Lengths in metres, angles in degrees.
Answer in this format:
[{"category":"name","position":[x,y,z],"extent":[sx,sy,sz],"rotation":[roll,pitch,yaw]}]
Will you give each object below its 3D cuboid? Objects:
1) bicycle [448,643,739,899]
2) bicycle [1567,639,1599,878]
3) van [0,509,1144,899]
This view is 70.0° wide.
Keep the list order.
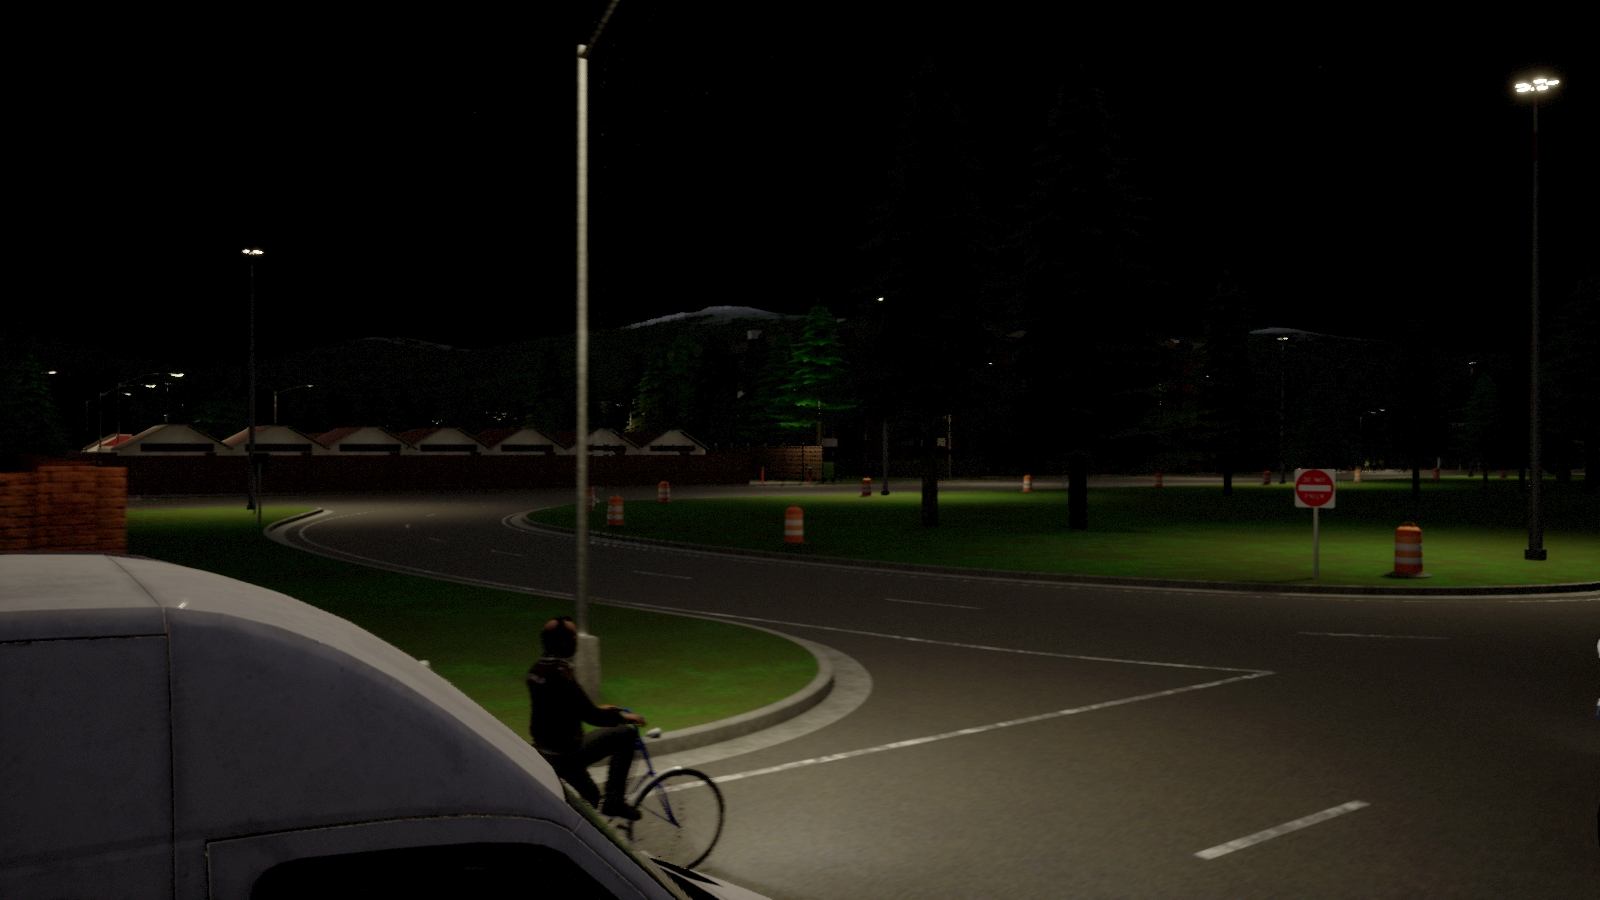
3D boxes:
[{"category":"bicycle","position":[-1.248,2.063,7.189],"extent":[1.835,1.471,0.329],"rotation":[0,0,-35]},{"category":"bicycle","position":[5.906,2.062,7.962],"extent":[1.643,1.496,0.373],"rotation":[0,0,-35]},{"category":"van","position":[-2.005,1.535,2.364],"extent":[5.915,2.561,1.988],"rotation":[0,0,-35]}]
